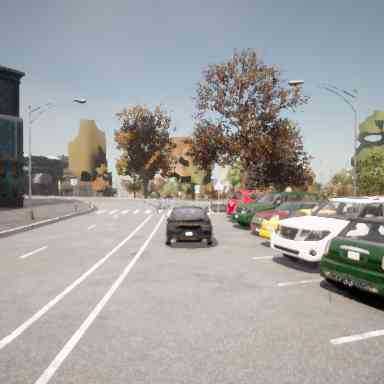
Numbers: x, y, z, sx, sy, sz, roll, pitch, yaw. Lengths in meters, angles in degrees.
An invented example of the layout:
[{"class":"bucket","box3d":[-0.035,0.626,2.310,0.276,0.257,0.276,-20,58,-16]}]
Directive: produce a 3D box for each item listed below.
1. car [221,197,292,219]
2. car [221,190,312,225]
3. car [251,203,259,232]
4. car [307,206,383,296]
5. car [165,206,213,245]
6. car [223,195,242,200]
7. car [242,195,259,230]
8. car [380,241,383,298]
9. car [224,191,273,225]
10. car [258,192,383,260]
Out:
[{"class":"car","box3d":[4.885,1.144,25.347,4.892,1.521,2.231,0,1,-22]},{"class":"car","box3d":[5.013,0.952,22.385,5.566,2.045,2.435,0,1,-22]},{"class":"car","box3d":[5.374,1.372,13.540,5.366,1.575,1.946,0,1,-21]},{"class":"car","box3d":[5.262,1.323,7.501,4.553,1.767,2.185,1,0,-21]},{"class":"car","box3d":[-0.155,1.345,14.750,1.882,1.535,5.008,0,1,-1]},{"class":"car","box3d":[11.393,1.538,93.946,5.008,1.535,1.882,1,1,39]},{"class":"car","box3d":[5.172,1.196,16.443,4.553,1.767,2.185,0,1,-22]},{"class":"car","box3d":[5.339,1.501,4.553,4.792,1.488,2.163,1,0,-21]},{"class":"car","box3d":[5.047,1.011,19.383,5.566,2.045,2.435,0,1,-22]},{"class":"car","box3d":[5.230,1.166,10.470,5.566,2.045,2.435,1,1,-21]}]
